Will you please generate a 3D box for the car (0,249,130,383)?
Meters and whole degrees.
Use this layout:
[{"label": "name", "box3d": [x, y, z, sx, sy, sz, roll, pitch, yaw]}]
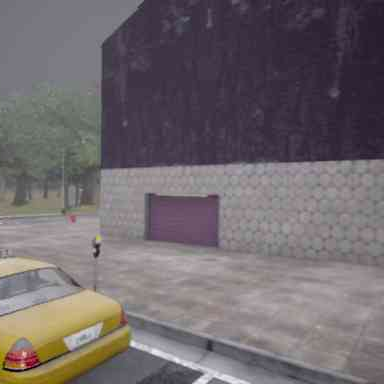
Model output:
[{"label": "car", "box3d": [-3.057, 1.553, 4.970, 4.829, 1.417, 1.752, 0, 1, 36]}]
